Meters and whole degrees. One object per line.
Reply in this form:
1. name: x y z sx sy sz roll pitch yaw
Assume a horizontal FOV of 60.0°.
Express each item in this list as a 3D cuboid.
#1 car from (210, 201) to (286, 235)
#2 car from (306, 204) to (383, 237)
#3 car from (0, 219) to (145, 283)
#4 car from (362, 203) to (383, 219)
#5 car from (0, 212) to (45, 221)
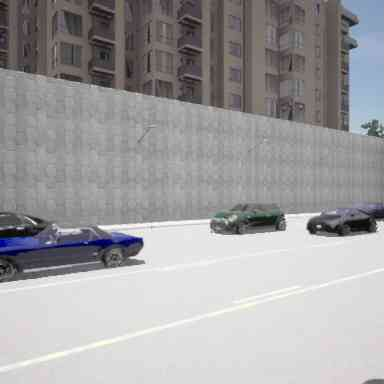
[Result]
1. car: 3.207 1.351 18.900 4.553 1.767 2.097 0 0 -34
2. car: 8.121 1.562 18.021 4.181 1.385 1.994 0 0 -34
3. car: -3.910 1.601 9.786 4.718 1.301 1.895 0 0 -34
4. car: 14.269 1.547 26.355 5.357 1.411 2.033 0 0 -34
5. car: -7.224 1.503 11.766 4.892 1.490 1.837 -1 0 -34
